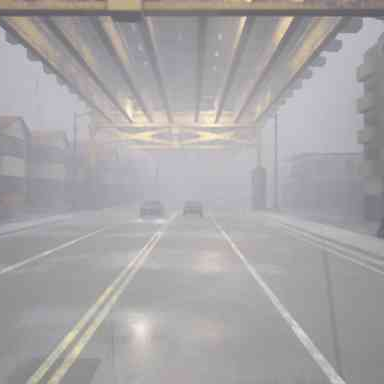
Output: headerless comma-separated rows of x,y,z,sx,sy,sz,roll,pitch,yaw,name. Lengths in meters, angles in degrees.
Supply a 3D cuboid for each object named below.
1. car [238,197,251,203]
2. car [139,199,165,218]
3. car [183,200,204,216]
11.628,1.605,69.021,1.895,1.301,4.718,-1,-1,45,car
-3.514,1.442,30.094,1.882,1.535,5.008,0,0,1,car
0.137,1.510,31.746,2.033,1.411,5.357,0,0,1,car
